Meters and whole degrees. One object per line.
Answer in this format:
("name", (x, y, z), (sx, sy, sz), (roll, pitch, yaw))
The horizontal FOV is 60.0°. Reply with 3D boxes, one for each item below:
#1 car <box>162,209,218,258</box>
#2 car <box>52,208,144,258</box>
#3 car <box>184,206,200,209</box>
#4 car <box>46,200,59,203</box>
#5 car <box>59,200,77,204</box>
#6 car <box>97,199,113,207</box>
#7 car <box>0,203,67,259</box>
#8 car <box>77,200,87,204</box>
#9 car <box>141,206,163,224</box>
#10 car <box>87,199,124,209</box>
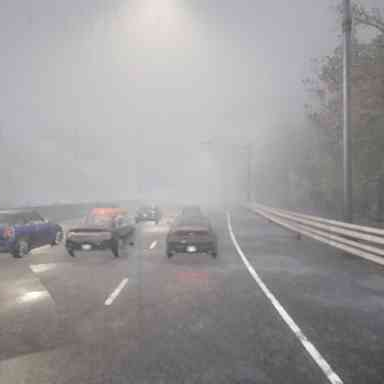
("car", (0.010, 1.654, 13.493), (1.837, 1.490, 4.892), (0, 0, 0))
("car", (-3.490, 1.639, 13.496), (2.128, 1.511, 4.902), (0, 0, 0))
("car", (-0.017, 1.851, 27.525), (2.033, 1.411, 5.357), (0, -1, 0))
("car", (-28.065, 2.305, 67.366), (2.128, 1.511, 4.902), (0, -1, 0))
("car", (-24.565, 2.304, 67.370), (1.812, 1.442, 4.674), (0, -1, 0))
("car", (-17.565, 2.280, 67.376), (1.837, 1.490, 4.892), (0, -1, 0))
("car", (-6.990, 1.496, 13.406), (2.097, 1.767, 4.553), (0, -1, 0))
("car", (-21.065, 2.304, 67.373), (1.812, 1.442, 4.674), (0, -1, 0))
("car", (-3.517, 1.851, 27.515), (2.033, 1.411, 5.357), (0, -1, 0))
("car", (-7.005, 1.664, 28.406), (2.097, 1.767, 4.553), (0, -1, 1))
